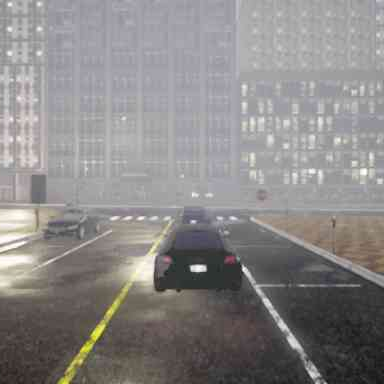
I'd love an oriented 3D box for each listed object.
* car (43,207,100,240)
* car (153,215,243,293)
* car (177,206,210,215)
[{"bbox_3d":[-5.810,1.478,16.487,2.008,1.369,4.403,1,0,0],"label":"car"},{"bbox_3d":[0.108,1.525,8.808,1.994,1.385,4.181,0,0,-1],"label":"car"},{"bbox_3d":[0.095,1.479,19.122,1.994,1.385,4.181,0,0,1],"label":"car"}]
